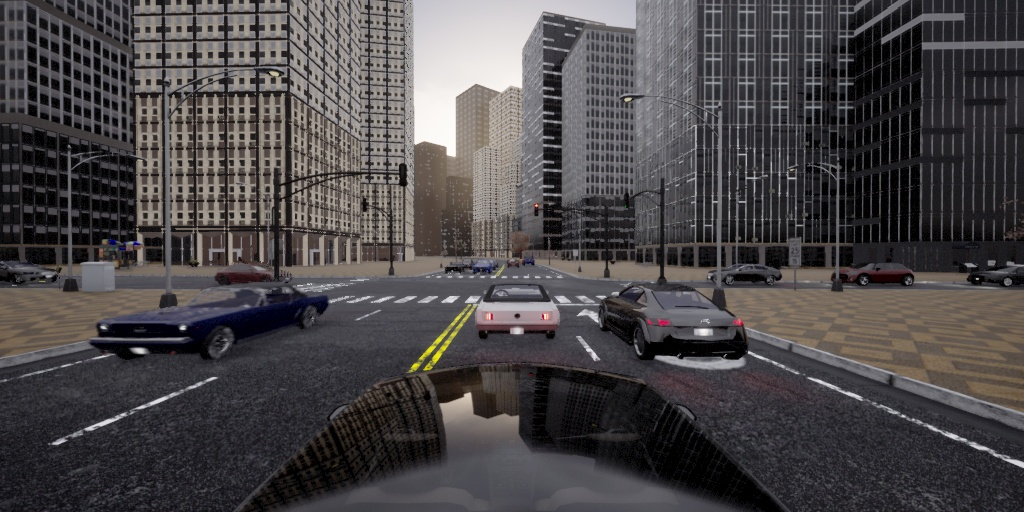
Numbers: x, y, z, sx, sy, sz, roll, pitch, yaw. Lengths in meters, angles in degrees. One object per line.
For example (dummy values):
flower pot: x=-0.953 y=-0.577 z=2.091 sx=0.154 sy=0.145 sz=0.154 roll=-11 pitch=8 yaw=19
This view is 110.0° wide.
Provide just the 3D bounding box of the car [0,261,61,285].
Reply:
car: x=-33.402 y=1.094 z=24.066 sx=4.902 sy=1.511 sz=2.128 roll=0 pitch=0 yaw=2

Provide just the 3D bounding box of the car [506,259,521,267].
car: x=0.229 y=1.205 z=62.517 sx=1.812 sy=1.442 sz=4.674 roll=0 pitch=0 yaw=0

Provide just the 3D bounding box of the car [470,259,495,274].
car: x=-3.252 y=1.199 z=40.669 sx=1.882 sy=1.535 sz=5.008 roll=0 pitch=0 yaw=0

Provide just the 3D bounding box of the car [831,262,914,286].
car: x=25.959 y=1.204 z=25.951 sx=4.553 sy=1.767 sz=2.097 roll=0 pitch=0 yaw=1

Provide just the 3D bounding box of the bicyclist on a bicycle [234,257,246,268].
bicyclist on a bicycle: x=-24.630 y=0.872 z=32.559 sx=0.582 sy=1.620 sz=1.656 roll=0 pitch=1 yaw=2

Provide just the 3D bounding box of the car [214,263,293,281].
car: x=-16.911 y=1.207 z=23.510 sx=4.674 sy=1.442 sz=1.812 roll=0 pitch=0 yaw=5

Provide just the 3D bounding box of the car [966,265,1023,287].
car: x=35.860 y=1.402 z=25.714 sx=4.892 sy=1.490 sz=1.837 roll=0 pitch=0 yaw=1

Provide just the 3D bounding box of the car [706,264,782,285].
car: x=16.877 y=1.302 z=26.168 sx=4.902 sy=1.511 sz=2.128 roll=0 pitch=0 yaw=1

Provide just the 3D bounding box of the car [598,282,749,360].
car: x=3.372 y=1.312 z=8.334 sx=1.994 sy=1.385 sz=4.181 roll=0 pitch=0 yaw=0

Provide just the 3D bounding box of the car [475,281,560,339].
car: x=0.120 y=1.348 z=10.054 sx=1.895 sy=1.301 sz=4.718 roll=0 pitch=0 yaw=0

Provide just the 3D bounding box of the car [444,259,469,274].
car: x=-6.502 y=1.321 z=41.345 sx=1.895 sy=1.301 sz=4.718 roll=0 pitch=0 yaw=0

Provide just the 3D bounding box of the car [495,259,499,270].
car: x=-3.227 y=1.231 z=50.012 sx=1.812 sy=1.442 sz=4.674 roll=0 pitch=0 yaw=0

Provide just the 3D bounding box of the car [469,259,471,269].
car: x=-6.473 y=1.207 z=51.696 sx=1.837 sy=1.490 sz=4.892 roll=0 pitch=0 yaw=0

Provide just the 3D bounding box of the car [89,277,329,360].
car: x=-6.451 y=1.349 z=8.479 sx=1.895 sy=1.301 sz=4.718 roll=0 pitch=0 yaw=2
